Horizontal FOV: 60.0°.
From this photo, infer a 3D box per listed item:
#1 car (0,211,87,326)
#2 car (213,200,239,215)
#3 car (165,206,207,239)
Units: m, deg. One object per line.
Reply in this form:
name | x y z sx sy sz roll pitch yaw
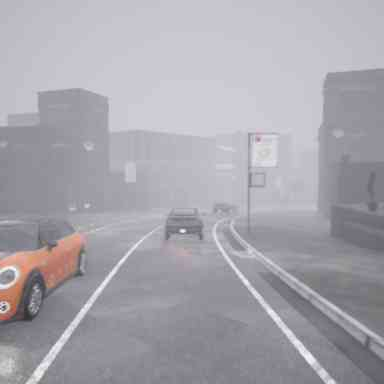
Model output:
car | -3.870 1.386 7.264 2.097 1.767 4.553 -1 0 -2
car | 3.664 1.614 35.626 1.837 1.490 4.892 1 0 22
car | -0.300 1.525 17.522 1.837 1.490 4.892 0 0 3
